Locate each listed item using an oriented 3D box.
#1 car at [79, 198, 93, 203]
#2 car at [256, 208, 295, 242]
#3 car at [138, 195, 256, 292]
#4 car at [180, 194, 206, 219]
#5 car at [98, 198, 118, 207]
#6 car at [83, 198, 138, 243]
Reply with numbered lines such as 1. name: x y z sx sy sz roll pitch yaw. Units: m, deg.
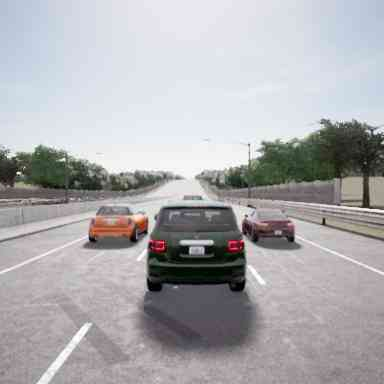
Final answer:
1. car: -17.558 1.727 55.878 1.837 1.490 4.892 0 0 0
2. car: 3.583 1.519 16.075 1.812 1.442 4.674 0 0 0
3. car: 0.091 1.215 9.077 2.150 2.045 5.566 0 0 0
4. car: 0.068 1.251 30.583 2.150 2.045 5.566 0 0 0
5. car: -14.058 1.717 55.880 2.128 1.511 4.902 0 0 0
6. car: -3.421 1.346 16.307 2.097 1.767 4.553 0 0 1
